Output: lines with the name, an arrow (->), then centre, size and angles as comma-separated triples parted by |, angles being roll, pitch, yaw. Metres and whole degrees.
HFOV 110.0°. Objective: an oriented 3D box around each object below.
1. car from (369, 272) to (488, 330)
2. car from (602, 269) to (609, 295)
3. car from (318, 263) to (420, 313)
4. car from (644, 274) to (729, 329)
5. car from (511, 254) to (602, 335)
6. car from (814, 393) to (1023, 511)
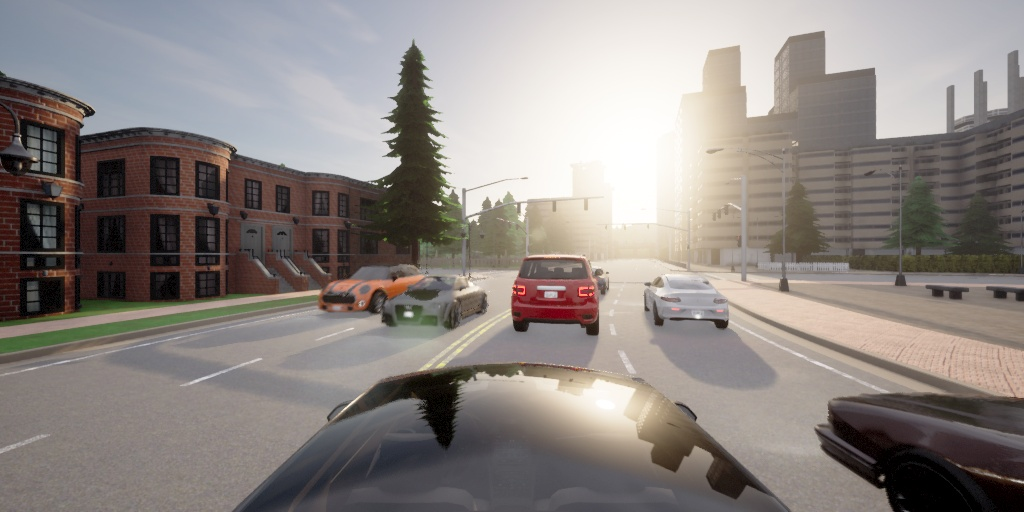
car -> -2.196, 1.314, 11.156 | 1.994, 1.385, 4.181 | 0, 0, 14
car -> 4.363, 1.276, 19.971 | 1.812, 1.442, 4.674 | 0, 0, 19
car -> -5.101, 1.102, 13.825 | 2.097, 1.767, 4.553 | 0, 0, 16
car -> 5.293, 1.276, 11.287 | 1.812, 1.442, 4.674 | 0, 0, 15
car -> 1.491, 0.971, 10.765 | 2.150, 2.045, 5.566 | 0, 0, 13
car -> 3.667, 1.298, 0.702 | 2.033, 1.411, 5.357 | 0, 0, -1
